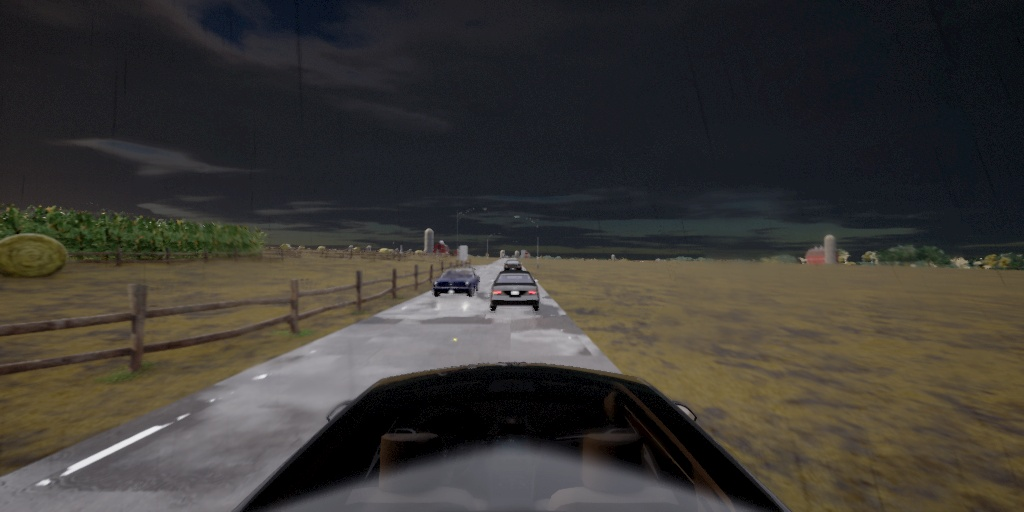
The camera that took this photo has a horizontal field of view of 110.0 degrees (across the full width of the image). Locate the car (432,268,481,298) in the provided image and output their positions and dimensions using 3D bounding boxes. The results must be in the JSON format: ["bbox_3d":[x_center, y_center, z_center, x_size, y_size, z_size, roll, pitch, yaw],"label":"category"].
[{"bbox_3d":[-2.766,1.333,18.629,1.895,1.301,4.718,0,0,0],"label":"car"}]

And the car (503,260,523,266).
[{"bbox_3d":[0.096,1.125,37.844,1.882,1.535,5.008,0,0,0],"label":"car"}]

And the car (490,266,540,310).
[{"bbox_3d":[0.099,1.289,14.604,2.033,1.411,5.357,0,0,0],"label":"car"}]
